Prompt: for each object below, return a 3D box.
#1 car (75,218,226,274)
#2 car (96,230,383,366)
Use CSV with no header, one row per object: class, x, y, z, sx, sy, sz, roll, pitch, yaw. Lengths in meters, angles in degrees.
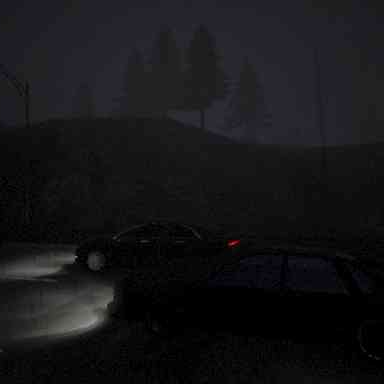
car,-0.995,1.533,9.675,4.892,1.490,1.837,0,-1,15
car,1.384,1.560,5.500,5.357,1.411,2.033,0,0,15
